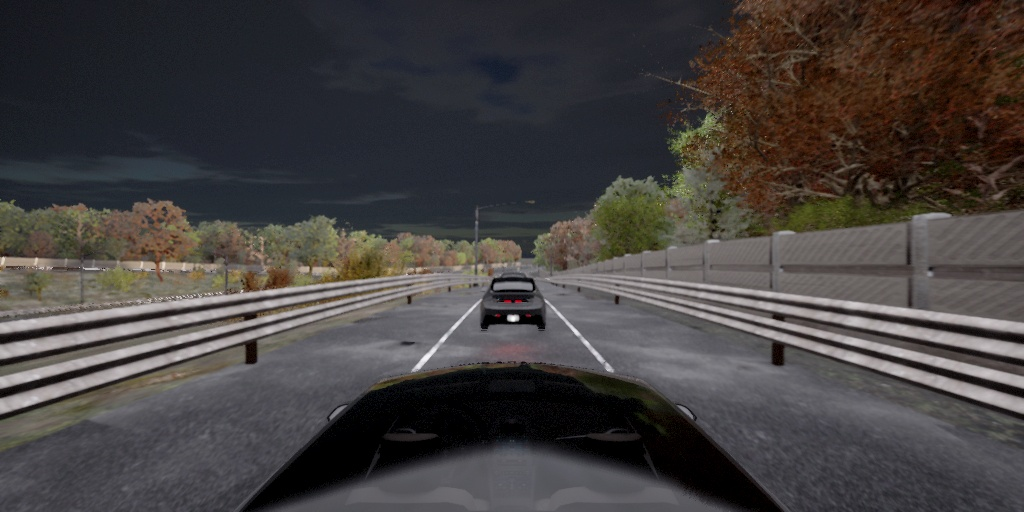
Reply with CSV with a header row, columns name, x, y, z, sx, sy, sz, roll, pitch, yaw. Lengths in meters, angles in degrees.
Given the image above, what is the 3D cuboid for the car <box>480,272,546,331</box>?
name,x,y,z,sx,sy,sz,roll,pitch,yaw
car,0.035,1.407,11.581,1.837,1.490,4.892,0,-2,0
